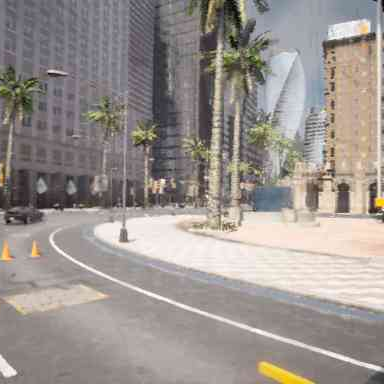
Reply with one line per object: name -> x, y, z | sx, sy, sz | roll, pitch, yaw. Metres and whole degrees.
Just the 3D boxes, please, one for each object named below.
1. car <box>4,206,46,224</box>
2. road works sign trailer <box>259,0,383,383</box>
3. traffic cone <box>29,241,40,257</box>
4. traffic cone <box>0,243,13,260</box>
car -> -15.026, 2.058, 30.167 | 1.837, 1.490, 4.892 | 0, -2, 0
road works sign trailer -> 1.748, 0.563, 2.566 | 2.380, 3.560, 2.880 | 2, -2, -44
traffic cone -> -6.137, 2.205, 12.989 | 0.340, 0.580, 0.340 | 2, -2, -44
traffic cone -> -6.862, 2.177, 12.300 | 0.340, 0.580, 0.340 | 2, -2, -44
